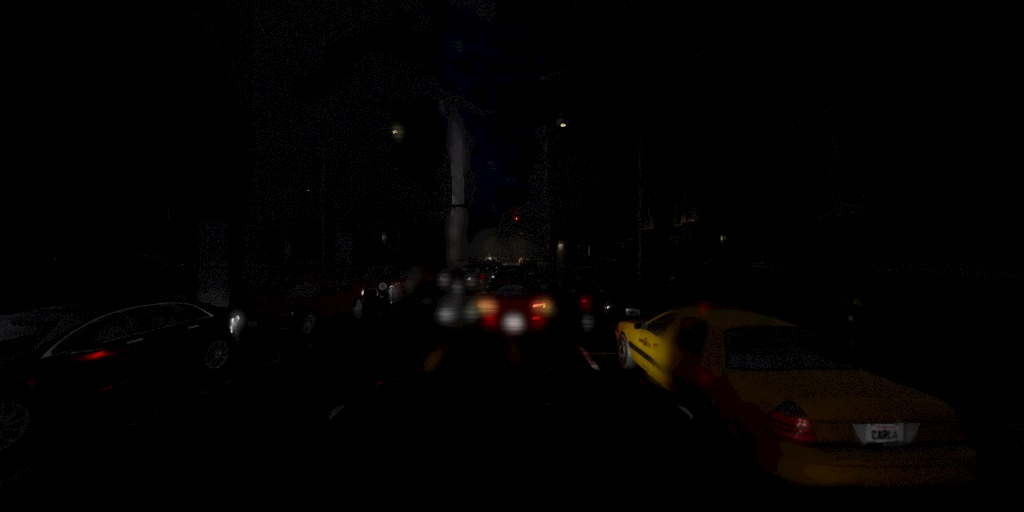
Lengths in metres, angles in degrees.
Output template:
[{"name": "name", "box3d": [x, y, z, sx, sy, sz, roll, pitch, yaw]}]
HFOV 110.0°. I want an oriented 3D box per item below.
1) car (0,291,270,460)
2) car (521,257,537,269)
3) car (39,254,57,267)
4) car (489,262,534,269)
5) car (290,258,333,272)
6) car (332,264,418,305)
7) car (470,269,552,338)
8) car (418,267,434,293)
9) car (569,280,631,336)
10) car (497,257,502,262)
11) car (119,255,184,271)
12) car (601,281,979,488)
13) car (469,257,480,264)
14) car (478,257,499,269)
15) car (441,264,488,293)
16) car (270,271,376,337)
[{"name": "car", "box3d": [-5.764, 1.300, 4.778, 2.007, 1.370, 4.403, 0, 0, 0]}, {"name": "car", "box3d": [2.716, 1.190, 53.127, 1.967, 1.591, 4.097, 0, 0, 0]}, {"name": "car", "box3d": [-48.219, 0.410, 35.663, 4.181, 1.385, 1.994, 1, 0, 0]}, {"name": "car", "box3d": [0.003, 1.252, 18.946, 1.837, 1.490, 4.892, 0, 0, 0]}, {"name": "car", "box3d": [-17.610, 0.956, 32.598, 4.674, 1.442, 1.812, 1, 0, 0]}, {"name": "car", "box3d": [-5.774, 1.187, 15.692, 1.967, 1.591, 4.097, 0, 0, 0]}, {"name": "car", "box3d": [0.063, 1.274, 10.079, 1.812, 1.442, 4.674, 0, 0, 0]}, {"name": "car", "box3d": [-5.779, 1.273, 20.979, 1.751, 1.417, 4.829, 0, 0, 0]}, {"name": "car", "box3d": [2.756, 1.314, 10.245, 1.948, 1.339, 4.313, 0, 0, 0]}, {"name": "car", "box3d": [-3.136, 1.316, 57.934, 1.994, 1.385, 4.181, 0, 0, 0]}, {"name": "car", "box3d": [-32.719, 0.642, 32.561, 4.892, 1.490, 1.837, 1, 0, 0]}, {"name": "car", "box3d": [2.761, 1.275, 4.959, 1.751, 1.417, 4.829, 0, 0, 0]}, {"name": "car", "box3d": [-5.814, 1.067, 58.557, 2.192, 1.841, 5.009, 0, 0, 0]}, {"name": "car", "box3d": [-3.140, 1.275, 47.966, 1.812, 1.442, 4.674, 0, 0, 0]}, {"name": "car", "box3d": [-2.775, 1.348, 21.107, 1.895, 1.301, 4.718, 0, 0, 3]}, {"name": "car", "box3d": [-5.769, 1.293, 10.235, 1.888, 1.381, 4.507, 0, 0, 0]}]
